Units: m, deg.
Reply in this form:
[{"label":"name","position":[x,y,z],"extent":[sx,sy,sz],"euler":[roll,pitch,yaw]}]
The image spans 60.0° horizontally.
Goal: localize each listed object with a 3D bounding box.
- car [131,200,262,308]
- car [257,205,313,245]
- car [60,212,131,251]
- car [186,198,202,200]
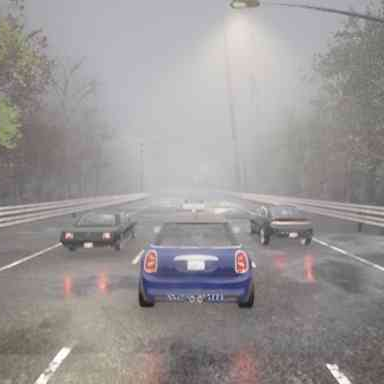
[{"label":"car","position":[0.113,1.244,7.829],"extent":[2.097,1.767,4.553],"euler":[0,1,1]},{"label":"car","position":[3.634,1.294,14.318],"extent":[2.128,1.511,4.902],"euler":[0,1,0]},{"label":"car","position":[-3.370,1.420,13.067],"extent":[1.895,1.301,4.718],"euler":[0,1,0]},{"label":"car","position":[0.171,1.192,29.104],"extent":[1.895,1.301,4.718],"euler":[0,1,0]}]
